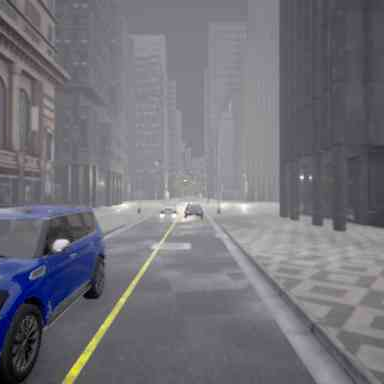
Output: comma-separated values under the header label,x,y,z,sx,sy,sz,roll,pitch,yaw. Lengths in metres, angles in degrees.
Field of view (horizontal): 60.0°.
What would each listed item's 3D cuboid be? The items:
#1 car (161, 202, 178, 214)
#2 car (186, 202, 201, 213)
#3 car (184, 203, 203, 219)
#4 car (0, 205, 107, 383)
label,x,y,z,sx,sy,sz,roll,pitch,yaw
car,-2.903,2.001,42.687,1.812,1.442,4.674,0,-1,0
car,0.208,2.118,46.100,1.895,1.301,4.718,0,-1,0
car,0.180,1.987,34.070,1.895,1.301,4.718,0,-1,0
car,-3.095,1.286,5.844,2.150,2.045,5.566,0,-1,0
